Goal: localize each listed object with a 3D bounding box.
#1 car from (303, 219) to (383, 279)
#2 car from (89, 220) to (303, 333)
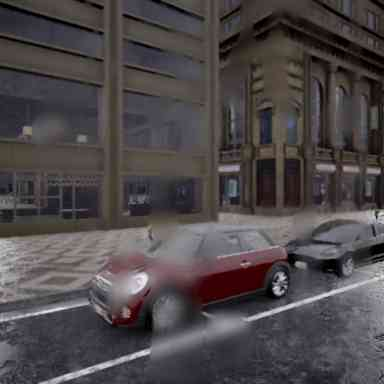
[{"bbox_3d":[4.633,1.517,9.951,4.313,1.339,1.947,0,0,-35],"label":"car"},{"bbox_3d":[0.073,1.421,6.697,4.097,1.590,1.967,0,0,-35],"label":"car"}]
